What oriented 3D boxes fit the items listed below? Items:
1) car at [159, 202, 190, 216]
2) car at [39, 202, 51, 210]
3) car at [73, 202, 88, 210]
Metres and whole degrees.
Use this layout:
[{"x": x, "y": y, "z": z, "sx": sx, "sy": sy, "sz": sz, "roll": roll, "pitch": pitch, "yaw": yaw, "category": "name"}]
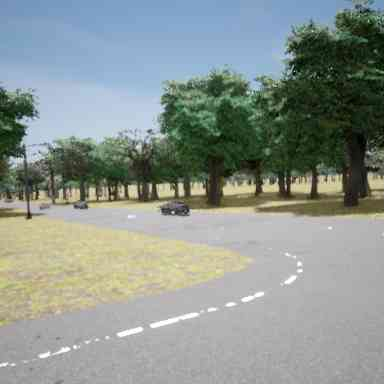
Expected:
[{"x": -2.161, "y": 1.961, "z": 39.219, "sx": 1.837, "sy": 1.490, "sz": 4.892, "roll": -4, "pitch": 1, "yaw": -36, "category": "car"}, {"x": -33.411, "y": 3.132, "z": 75.567, "sx": 2.097, "sy": 1.767, "sz": 4.553, "roll": -4, "pitch": 1, "yaw": -29, "category": "car"}, {"x": -22.825, "y": 2.796, "z": 68.117, "sx": 2.128, "sy": 1.511, "sz": 4.902, "roll": -4, "pitch": 1, "yaw": -36, "category": "car"}]
